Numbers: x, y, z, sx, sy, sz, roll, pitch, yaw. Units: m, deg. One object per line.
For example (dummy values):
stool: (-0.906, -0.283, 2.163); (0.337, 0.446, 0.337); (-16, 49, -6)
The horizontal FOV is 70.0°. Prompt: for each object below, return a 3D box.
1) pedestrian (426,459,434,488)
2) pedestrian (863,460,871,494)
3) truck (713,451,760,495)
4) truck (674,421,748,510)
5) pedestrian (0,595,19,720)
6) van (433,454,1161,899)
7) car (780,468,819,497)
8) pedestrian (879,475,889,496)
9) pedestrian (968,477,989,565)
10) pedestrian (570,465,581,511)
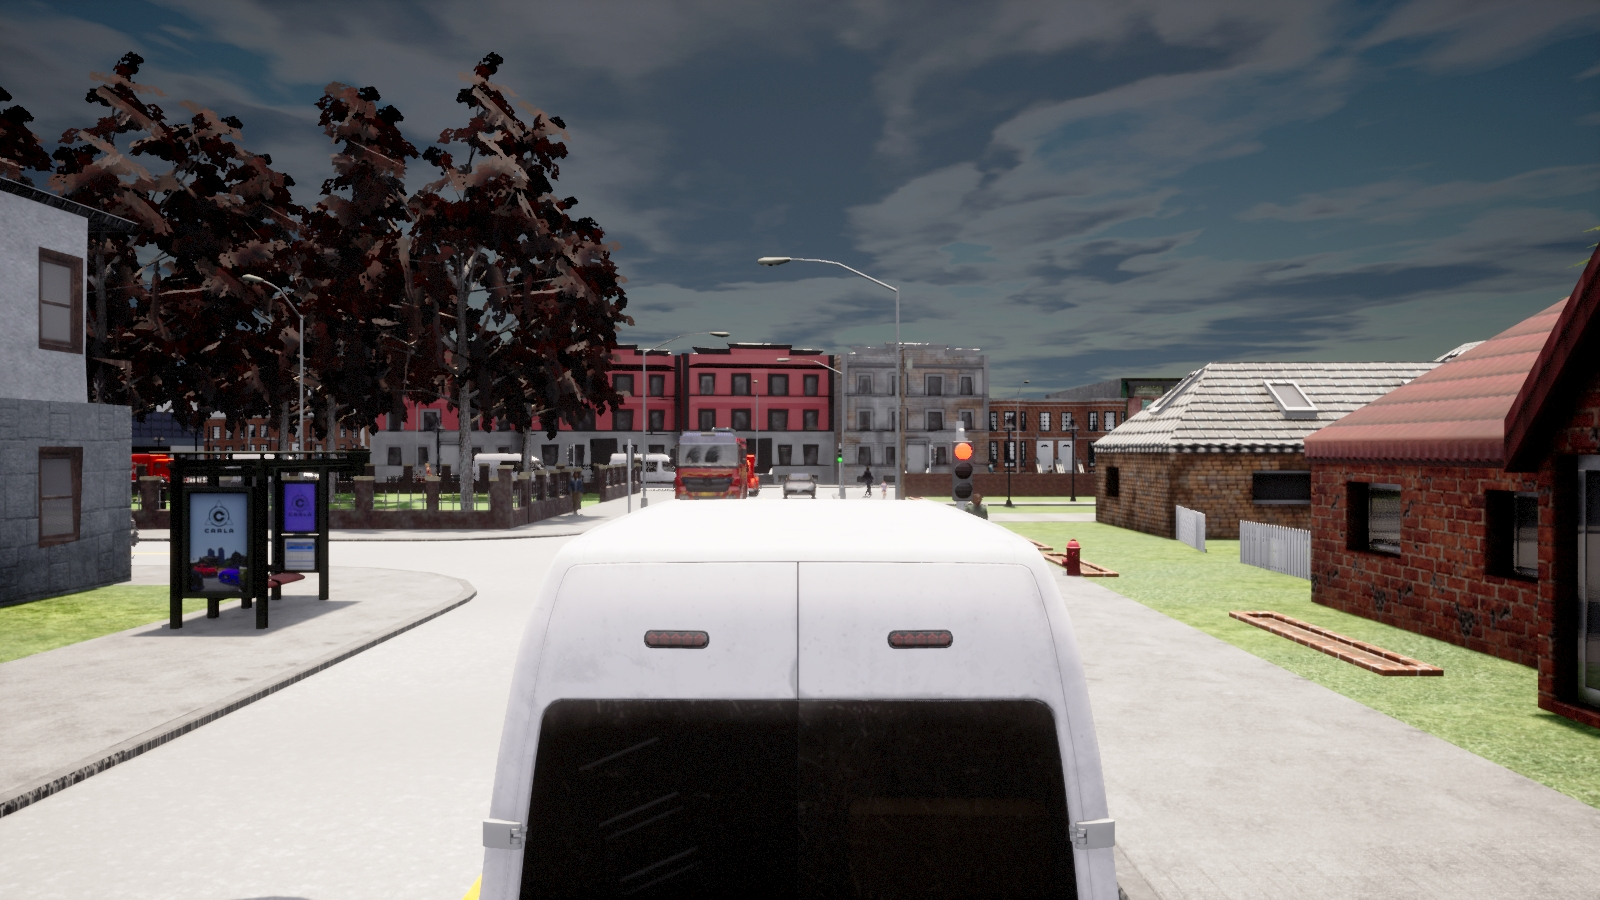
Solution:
pedestrian: (-23.742, 1.523, 73.355); (0.375, 1.860, 0.375); (0, 0, 0)
pedestrian: (3.772, 1.516, 64.457); (0.375, 1.860, 0.375); (0, 0, -19)
truck: (-3.792, 1.333, 69.423); (2.627, 2.467, 5.204); (0, 1, -1)
truck: (-4.049, 0.671, 53.738); (2.891, 3.827, 8.468); (0, 0, 0)
pedestrian: (-7.510, 1.896, 10.376); (0.500, 1.100, 0.500); (0, 0, 1)
van: (-0.009, 1.315, 6.082); (1.988, 2.561, 5.915); (0, 0, 0)
car: (-0.024, 1.828, 65.938); (2.128, 1.511, 4.902); (0, 0, 0)
pedestrian: (4.497, 1.898, 61.130); (0.500, 1.100, 0.500); (0, 0, -5)
pedestrian: (3.820, 1.523, 24.477); (0.375, 1.860, 0.375); (0, 0, 0)
pedestrian: (-9.091, 1.526, 46.349); (0.375, 1.860, 0.375); (0, 0, 0)
